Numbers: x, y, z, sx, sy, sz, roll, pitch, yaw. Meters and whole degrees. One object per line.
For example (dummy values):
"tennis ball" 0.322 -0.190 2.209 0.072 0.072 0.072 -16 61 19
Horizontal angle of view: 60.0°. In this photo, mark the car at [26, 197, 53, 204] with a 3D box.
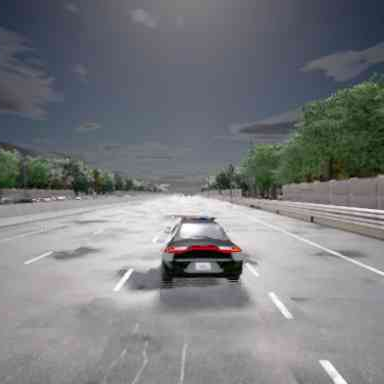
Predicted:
"car" -21.084 1.688 47.154 1.895 1.301 4.718 0 0 0

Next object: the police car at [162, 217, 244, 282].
"police car" 0.165 1.516 9.905 2.038 1.542 4.974 0 -1 -2

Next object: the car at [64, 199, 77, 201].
"car" -17.580 1.658 48.507 1.994 1.385 4.181 0 0 0

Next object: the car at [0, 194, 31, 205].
"car" -24.584 1.307 46.804 2.150 2.045 5.566 0 0 0
